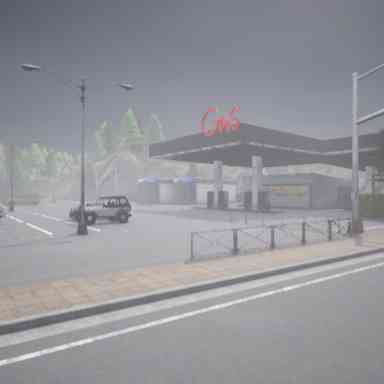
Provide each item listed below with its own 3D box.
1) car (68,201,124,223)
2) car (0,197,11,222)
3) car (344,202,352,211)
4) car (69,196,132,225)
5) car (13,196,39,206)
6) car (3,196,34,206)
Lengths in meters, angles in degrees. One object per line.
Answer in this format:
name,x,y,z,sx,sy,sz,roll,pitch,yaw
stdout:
car,-7.524,1.506,26.081,3.806,1.475,1.970,0,0,-36
car,-14.391,1.241,21.107,4.605,1.855,1.932,0,0,-36
car,21.863,1.631,42.398,2.242,1.667,4.611,0,0,-36
car,-6.082,1.222,23.023,3.866,1.878,1.905,0,0,-36
car,-27.535,1.471,53.886,5.027,1.636,2.152,0,0,-36
car,-29.406,1.480,56.404,4.514,1.523,2.007,0,0,-36
